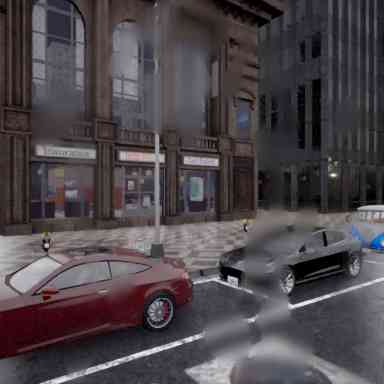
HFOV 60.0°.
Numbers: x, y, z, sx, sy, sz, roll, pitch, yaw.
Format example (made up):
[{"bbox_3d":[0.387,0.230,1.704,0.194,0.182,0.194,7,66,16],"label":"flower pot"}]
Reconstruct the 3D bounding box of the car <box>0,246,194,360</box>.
[{"bbox_3d":[-1.912,1.582,5.284,4.206,1.307,1.802,0,0,-35],"label":"car"}]

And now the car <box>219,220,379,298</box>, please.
[{"bbox_3d":[2.670,1.566,8.535,4.313,1.339,1.947,0,0,-35],"label":"car"}]

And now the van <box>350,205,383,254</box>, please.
[{"bbox_3d":[7.252,1.341,11.787,3.998,1.788,1.690,0,0,-35],"label":"van"}]
